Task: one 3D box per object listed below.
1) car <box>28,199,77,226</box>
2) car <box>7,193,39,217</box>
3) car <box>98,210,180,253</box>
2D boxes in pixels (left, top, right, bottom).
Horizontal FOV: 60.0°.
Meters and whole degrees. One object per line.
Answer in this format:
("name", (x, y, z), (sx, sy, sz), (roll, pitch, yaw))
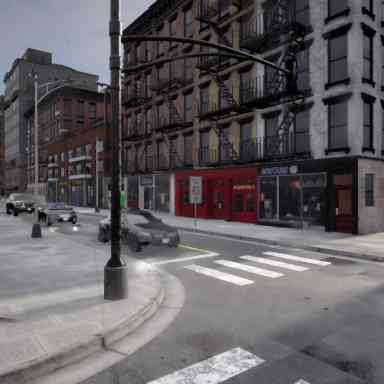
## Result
("car", (-9.549, 1.457, 23.151), (2.128, 1.511, 4.902), (0, 0, -38))
("car", (-16.046, 1.168, 31.597), (2.150, 2.045, 5.566), (0, 0, -37))
("car", (-2.381, 1.511, 13.882), (1.812, 1.442, 4.674), (0, 0, -38))
